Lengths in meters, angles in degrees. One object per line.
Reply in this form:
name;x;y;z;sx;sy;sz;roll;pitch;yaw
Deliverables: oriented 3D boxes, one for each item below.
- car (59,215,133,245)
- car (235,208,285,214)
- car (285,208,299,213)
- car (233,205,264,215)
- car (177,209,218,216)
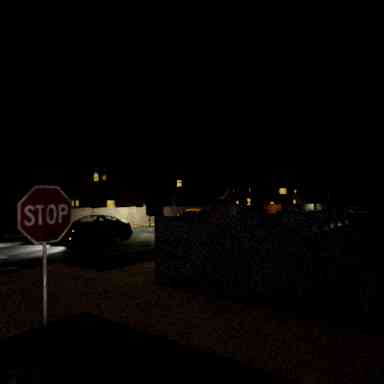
car;-5.069;1.889;17.343;1.994;1.385;4.181;-1;-2;35
car;5.716;2.205;27.405;1.895;1.301;4.718;-1;-2;36
car;11.903;2.589;41.080;1.895;1.301;4.718;-1;-2;36
car;5.727;2.099;32.481;2.097;1.767;4.553;-1;-2;35
car;0.131;2.005;24.633;1.882;1.535;5.008;-1;-2;35
